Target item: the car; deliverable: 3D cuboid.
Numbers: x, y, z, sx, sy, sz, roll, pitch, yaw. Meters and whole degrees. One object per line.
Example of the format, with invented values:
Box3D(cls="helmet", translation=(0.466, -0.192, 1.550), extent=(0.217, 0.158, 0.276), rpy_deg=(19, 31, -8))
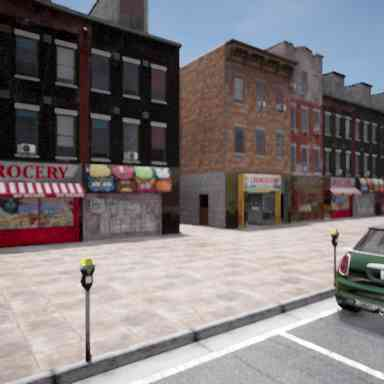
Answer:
Box3D(cls="car", translation=(4.826, 1.336, 6.435), extent=(4.553, 1.767, 2.097), rpy_deg=(0, 0, -36))
